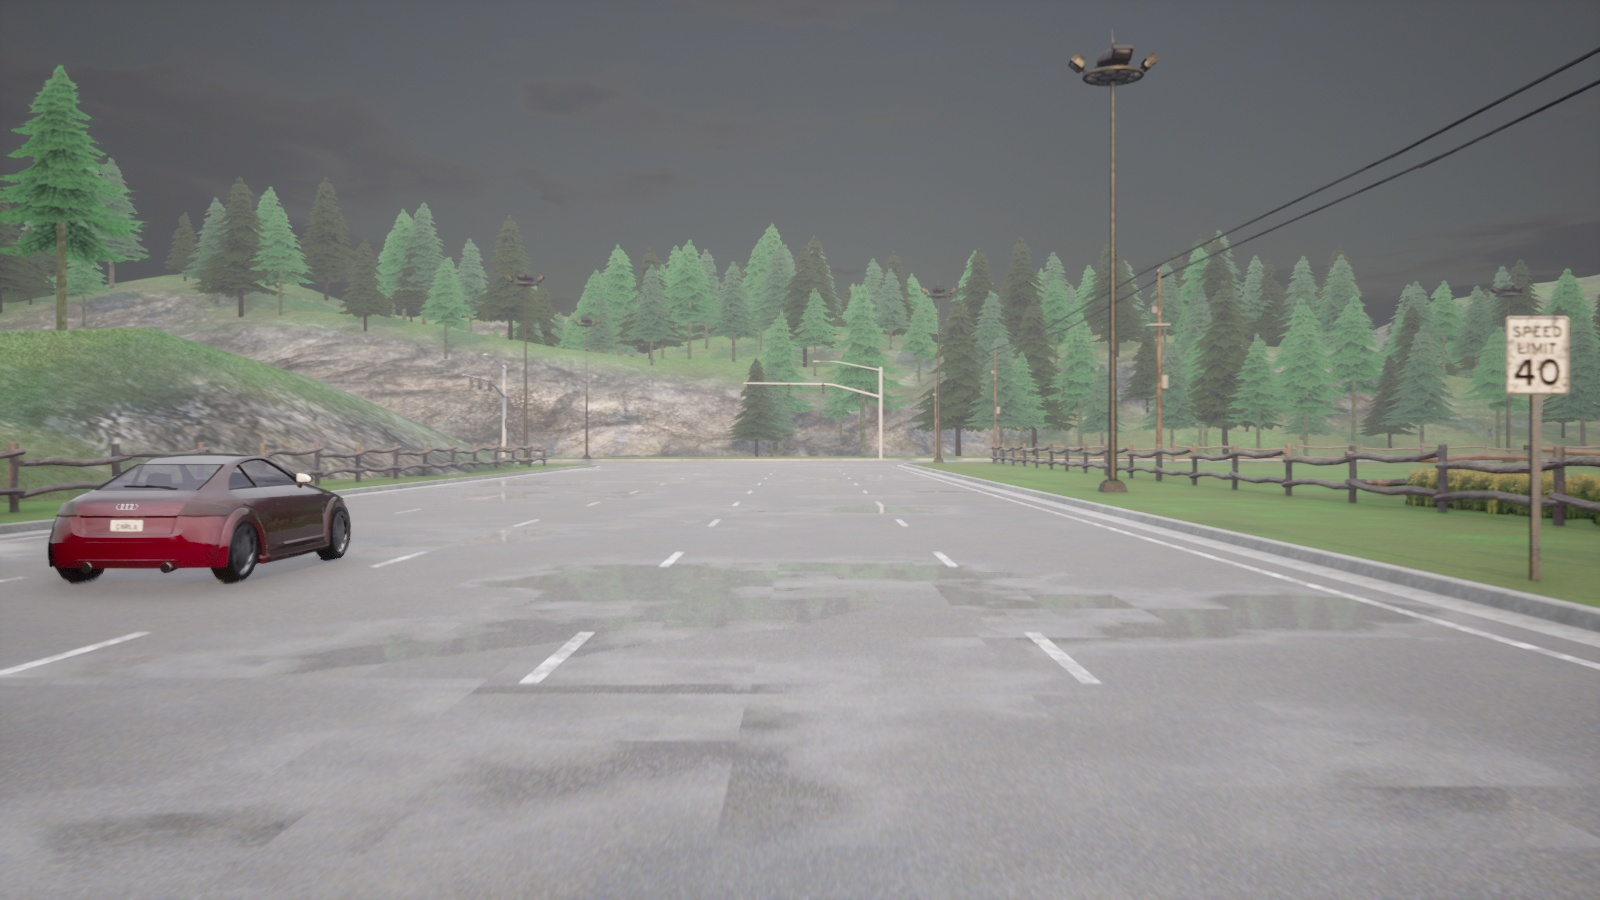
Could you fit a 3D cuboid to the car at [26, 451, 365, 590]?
[{"bbox_3d":[-6.900,0.721,14.919,1.994,1.385,4.181,0,0,0],"label":"car"}]
